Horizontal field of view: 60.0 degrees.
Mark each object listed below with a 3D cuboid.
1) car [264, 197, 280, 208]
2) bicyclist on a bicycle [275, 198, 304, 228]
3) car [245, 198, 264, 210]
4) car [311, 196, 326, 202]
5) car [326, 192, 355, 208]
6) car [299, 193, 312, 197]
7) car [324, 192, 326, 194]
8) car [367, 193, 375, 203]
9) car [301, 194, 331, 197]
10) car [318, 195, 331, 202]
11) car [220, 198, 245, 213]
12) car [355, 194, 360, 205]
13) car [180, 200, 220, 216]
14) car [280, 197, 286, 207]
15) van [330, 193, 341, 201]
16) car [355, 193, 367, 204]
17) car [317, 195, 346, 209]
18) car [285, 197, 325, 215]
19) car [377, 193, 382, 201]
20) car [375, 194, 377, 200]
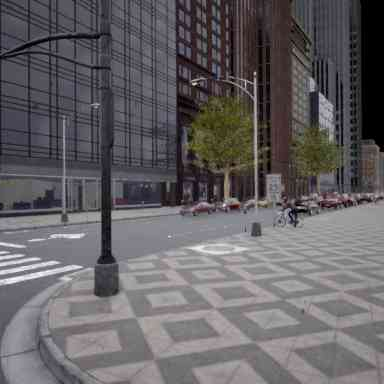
[{"bbox_3d":[10.039,1.426,45.459,1.752,1.417,4.829,0,0,35],"label":"car"},{"bbox_3d":[5.325,1.177,18.357,1.656,1.620,0.582,-1,0,35],"label":"bicyclist on a bicycle"},{"bbox_3d":[6.938,1.494,40.955,1.802,1.307,4.206,0,0,35],"label":"car"},{"bbox_3d":[26.128,1.417,68.825,1.947,1.339,4.313,0,0,35],"label":"car"},{"bbox_3d":[20.351,1.136,45.406,2.192,1.841,5.009,0,0,35],"label":"car"},{"bbox_3d":[19.730,1.415,59.535,1.887,1.381,4.507,0,0,35],"label":"car"},{"bbox_3d":[22.274,1.051,52.731,2.150,2.045,5.566,-1,0,35],"label":"car"},{"bbox_3d":[33.142,1.098,63.983,2.192,1.841,5.009,0,0,35],"label":"car"},{"bbox_3d":[16.585,1.339,44.467,2.128,1.511,4.902,-1,0,35],"label":"car"},{"bbox_3d":[29.325,1.426,73.469,1.802,1.307,4.206,0,0,35],"label":"car"},{"bbox_3d":[3.739,1.366,36.310,1.967,1.590,4.097,0,0,35],"label":"car"},{"bbox_3d":[23.549,1.377,50.049,1.947,1.339,4.313,0,0,35],"label":"car"},{"bbox_3d":[0.542,1.524,31.665,1.802,1.307,4.206,0,0,35],"label":"car"},{"bbox_3d":[13.334,1.455,50.245,1.947,1.339,4.313,0,0,35],"label":"car"},{"bbox_3d":[35.719,1.184,82.761,1.690,1.788,3.998,-1,0,35],"label":"van"},{"bbox_3d":[26.746,1.117,54.694,2.192,1.841,5.009,0,0,35],"label":"car"},{"bbox_3d":[17.154,1.376,40.760,1.887,1.381,4.507,0,0,35],"label":"car"},{"bbox_3d":[10.759,1.424,31.471,1.947,1.339,4.313,0,0,35],"label":"car"},{"bbox_3d":[42.736,1.357,77.914,1.802,1.307,4.206,-1,0,35],"label":"car"},{"bbox_3d":[36.437,1.301,68.766,1.752,1.417,4.829,-1,0,35],"label":"car"}]
